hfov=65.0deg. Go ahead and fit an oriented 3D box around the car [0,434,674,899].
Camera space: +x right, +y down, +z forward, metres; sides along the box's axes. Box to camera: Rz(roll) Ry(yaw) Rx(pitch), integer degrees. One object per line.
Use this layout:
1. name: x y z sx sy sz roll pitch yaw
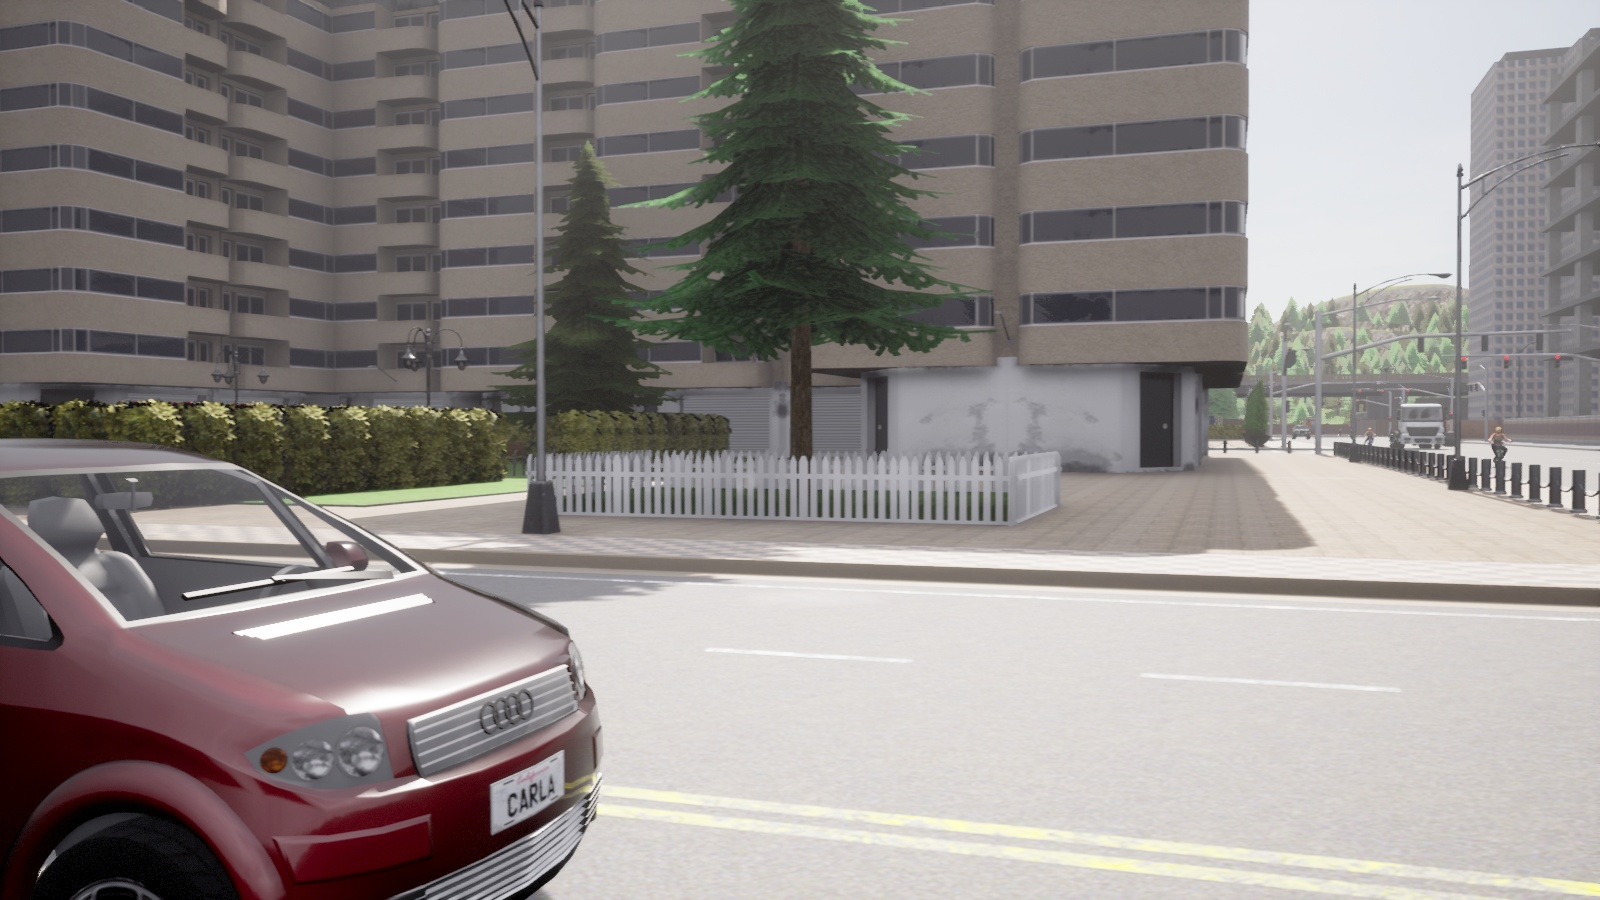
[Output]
1. car: -2.473 0.725 4.026 3.705 1.549 1.789 0 1 19
